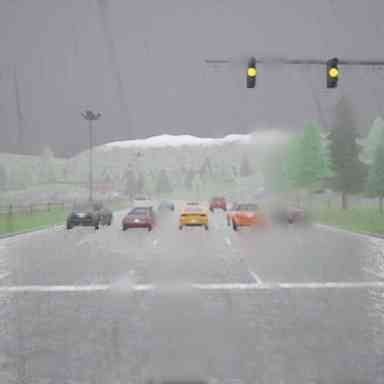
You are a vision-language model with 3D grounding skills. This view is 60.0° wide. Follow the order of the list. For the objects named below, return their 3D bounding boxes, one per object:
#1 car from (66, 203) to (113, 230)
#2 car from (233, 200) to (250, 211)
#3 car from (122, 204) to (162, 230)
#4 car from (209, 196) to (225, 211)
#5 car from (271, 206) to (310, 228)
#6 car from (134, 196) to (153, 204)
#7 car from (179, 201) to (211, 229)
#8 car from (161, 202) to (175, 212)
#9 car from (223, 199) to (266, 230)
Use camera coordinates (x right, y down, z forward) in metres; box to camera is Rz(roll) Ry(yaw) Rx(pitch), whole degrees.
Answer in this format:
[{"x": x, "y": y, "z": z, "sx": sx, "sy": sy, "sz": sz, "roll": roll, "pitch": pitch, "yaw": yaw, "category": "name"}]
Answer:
[{"x": -6.896, "y": 1.558, "z": 22.905, "sx": 2.097, "sy": 1.767, "sz": 4.553, "roll": 0, "pitch": -1, "yaw": 0, "category": "car"}, {"x": 7.111, "y": 1.961, "z": 48.499, "sx": 1.812, "sy": 1.442, "sz": 4.674, "roll": 0, "pitch": 0, "yaw": 0, "category": "car"}, {"x": -3.395, "y": 1.767, "z": 22.508, "sx": 1.994, "sy": 1.385, "sz": 4.181, "roll": 0, "pitch": 0, "yaw": 0, "category": "car"}, {"x": 3.610, "y": 1.645, "z": 47.072, "sx": 2.150, "sy": 2.045, "sz": 5.566, "roll": 0, "pitch": 0, "yaw": 0, "category": "car"}, {"x": 7.106, "y": 1.744, "z": 24.235, "sx": 1.812, "sy": 1.442, "sz": 4.674, "roll": 0, "pitch": 0, "yaw": 0, "category": "car"}, {"x": -6.889, "y": 1.646, "z": 47.157, "sx": 2.150, "sy": 2.045, "sz": 5.566, "roll": 0, "pitch": 0, "yaw": 0, "category": "car"}, {"x": 0.105, "y": 1.689, "z": 23.439, "sx": 1.882, "sy": 1.535, "sz": 5.008, "roll": 0, "pitch": 0, "yaw": 0, "category": "car"}, {"x": -3.391, "y": 2.017, "z": 46.257, "sx": 1.895, "sy": 1.301, "sz": 4.718, "roll": 0, "pitch": -1, "yaw": 0, "category": "car"}, {"x": 3.605, "y": 1.556, "z": 22.761, "sx": 2.097, "sy": 1.767, "sz": 4.553, "roll": 0, "pitch": -1, "yaw": 0, "category": "car"}]
